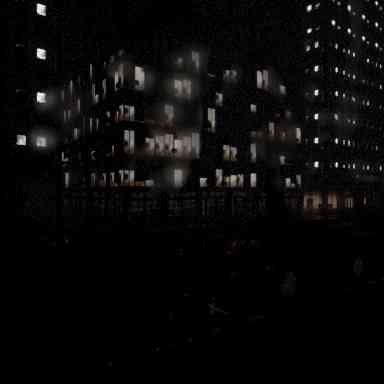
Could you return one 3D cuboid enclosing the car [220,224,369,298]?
[{"bbox_3d":[2.741,1.545,8.504,4.507,1.381,1.887,0,0,-35],"label":"car"}]
